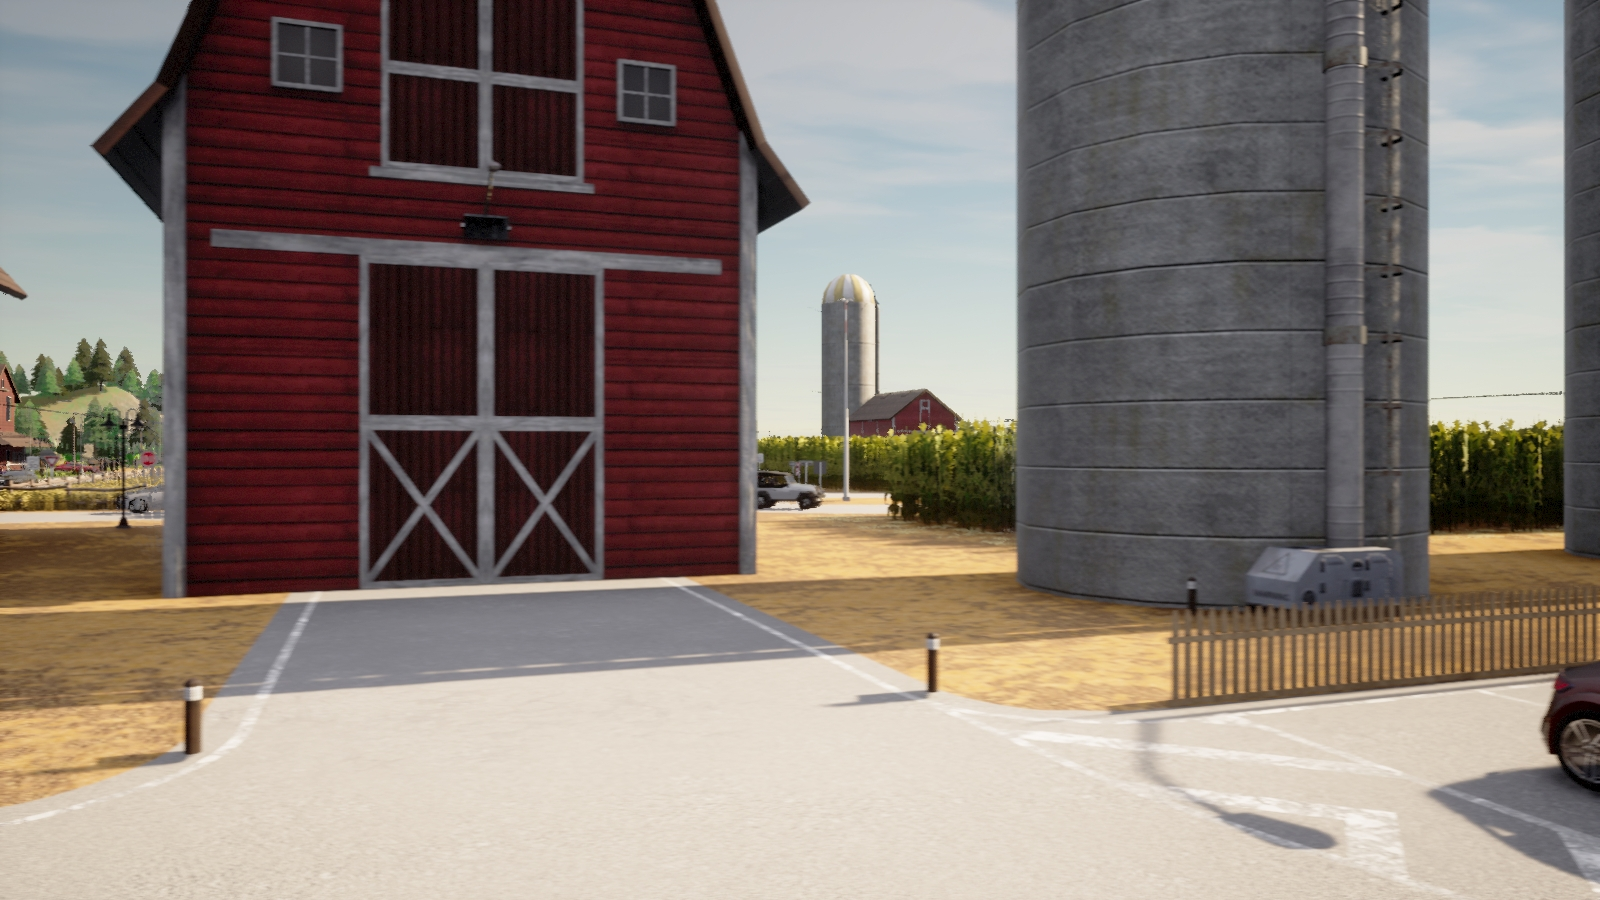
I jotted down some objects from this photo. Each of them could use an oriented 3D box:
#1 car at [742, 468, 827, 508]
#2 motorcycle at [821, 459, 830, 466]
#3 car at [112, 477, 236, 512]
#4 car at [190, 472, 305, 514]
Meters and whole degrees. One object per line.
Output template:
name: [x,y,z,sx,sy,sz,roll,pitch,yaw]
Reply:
car: [-0.760,1.857,56.732,3.866,1.878,1.905,0,0,12]
motorcycle: [4.410,2.154,199.505,0.764,1.307,2.356,0,0,-21]
car: [-29.243,2.048,53.571,4.902,1.511,2.128,0,0,-23]
car: [-24.966,1.906,51.820,4.553,1.767,2.097,0,0,-21]
